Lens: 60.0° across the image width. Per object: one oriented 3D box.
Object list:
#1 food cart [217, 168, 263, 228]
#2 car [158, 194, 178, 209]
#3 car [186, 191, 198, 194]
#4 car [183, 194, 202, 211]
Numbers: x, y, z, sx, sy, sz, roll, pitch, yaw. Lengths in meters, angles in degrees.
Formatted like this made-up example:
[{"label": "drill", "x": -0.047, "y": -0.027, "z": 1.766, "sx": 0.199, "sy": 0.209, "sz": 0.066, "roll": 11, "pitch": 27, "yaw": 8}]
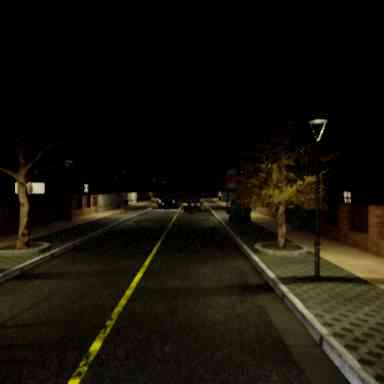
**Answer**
[{"label": "food cart", "x": 3.054, "y": 0.290, "z": 22.115, "sx": 2.280, "sy": 3.560, "sz": 4.660, "roll": 1, "pitch": 2, "yaw": 0}, {"label": "car", "x": -2.834, "y": 1.043, "z": 39.384, "sx": 2.097, "sy": 1.767, "sz": 4.553, "roll": 0, "pitch": 0, "yaw": 0}, {"label": "car", "x": 0.025, "y": 0.856, "z": 47.055, "sx": 2.150, "sy": 2.045, "sz": 5.566, "roll": 0, "pitch": 1, "yaw": 0}, {"label": "car", "x": 0.061, "y": 1.270, "z": 35.252, "sx": 2.033, "sy": 1.411, "sz": 5.357, "roll": 0, "pitch": 0, "yaw": 0}]
